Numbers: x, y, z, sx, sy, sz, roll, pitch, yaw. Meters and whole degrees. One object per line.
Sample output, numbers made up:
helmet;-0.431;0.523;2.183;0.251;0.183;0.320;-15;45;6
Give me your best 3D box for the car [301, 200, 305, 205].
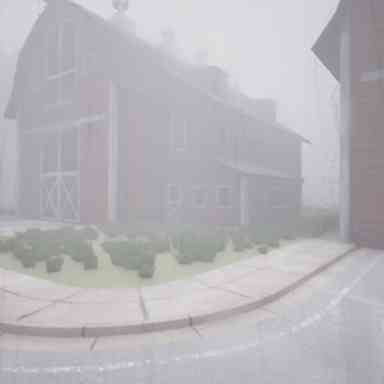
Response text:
car;21.138;2.027;66.771;1.905;1.878;3.866;0;-1;36
